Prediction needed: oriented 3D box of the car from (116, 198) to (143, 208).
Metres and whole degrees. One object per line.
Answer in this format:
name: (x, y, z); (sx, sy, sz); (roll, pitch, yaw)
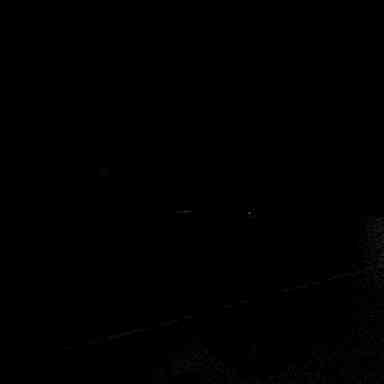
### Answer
car: (-9.118, 1.519, 47.882); (2.033, 1.411, 5.357); (0, 0, -39)

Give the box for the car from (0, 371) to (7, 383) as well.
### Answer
car: (-3.451, 1.494, 1.259); (4.902, 1.511, 2.128); (0, 0, -36)

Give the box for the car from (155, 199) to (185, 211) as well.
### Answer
car: (-2.653, 1.532, 39.773); (1.994, 1.385, 4.181); (0, 0, -39)

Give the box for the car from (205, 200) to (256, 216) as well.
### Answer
car: (3.541, 1.513, 32.033); (2.033, 1.411, 5.357); (0, 0, -39)
